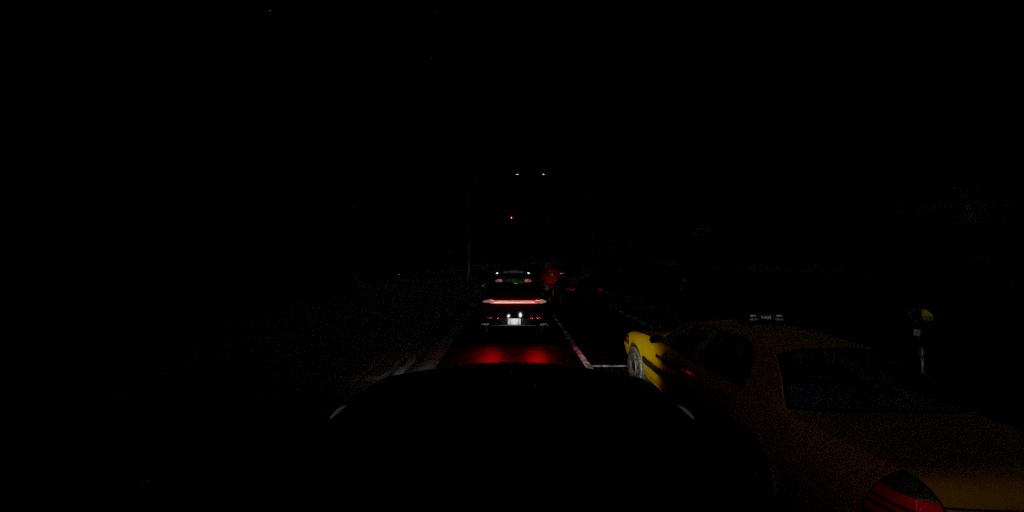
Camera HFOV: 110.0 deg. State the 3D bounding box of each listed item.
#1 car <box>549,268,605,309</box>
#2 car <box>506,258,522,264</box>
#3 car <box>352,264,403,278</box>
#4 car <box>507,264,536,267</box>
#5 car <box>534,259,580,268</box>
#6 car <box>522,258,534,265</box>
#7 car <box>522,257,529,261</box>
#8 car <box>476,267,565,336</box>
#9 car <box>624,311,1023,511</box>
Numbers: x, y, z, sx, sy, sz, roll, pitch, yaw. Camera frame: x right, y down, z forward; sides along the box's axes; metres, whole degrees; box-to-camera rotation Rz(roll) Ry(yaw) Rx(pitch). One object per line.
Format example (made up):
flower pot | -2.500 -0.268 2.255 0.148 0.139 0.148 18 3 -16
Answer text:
car | 2.656 1.338 14.770 1.802 1.307 4.207 0 0 0
car | 0.155 1.333 53.297 1.837 1.490 4.892 0 0 0
car | -12.208 1.343 31.807 4.718 1.301 1.895 0 -1 0
car | 0.053 1.325 19.337 1.994 1.385 4.181 0 0 -1
car | 2.663 1.076 20.219 2.192 1.841 5.009 0 0 0
car | 2.699 1.356 46.648 1.888 1.381 4.507 0 0 0
car | 2.721 1.403 62.960 1.888 1.381 4.507 0 0 0
car | 0.077 1.245 10.393 2.128 1.511 4.902 0 0 1
car | 2.642 1.276 4.042 1.751 1.417 4.829 0 0 0
